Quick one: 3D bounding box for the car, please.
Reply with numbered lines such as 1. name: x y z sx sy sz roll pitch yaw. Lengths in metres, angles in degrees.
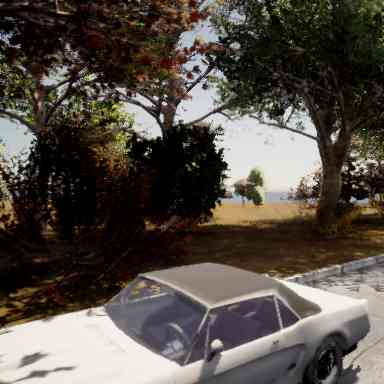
1. car: -0.139 1.589 3.581 4.718 1.301 1.895 0 0 -36
